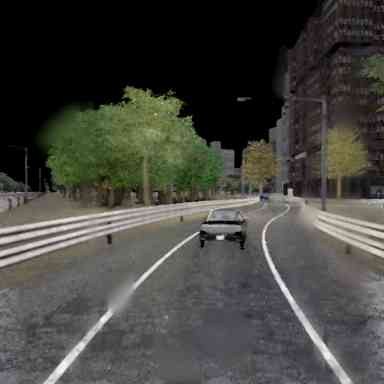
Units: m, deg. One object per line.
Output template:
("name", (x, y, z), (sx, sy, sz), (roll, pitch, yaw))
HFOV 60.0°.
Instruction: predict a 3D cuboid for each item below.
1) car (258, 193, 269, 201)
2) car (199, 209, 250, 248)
("car", (18.640, 1.194, 86.877), (2.150, 2.045, 5.566), (0, 0, 1))
("car", (1.516, 1.497, 14.856), (2.128, 1.511, 4.902), (0, 0, 11))
